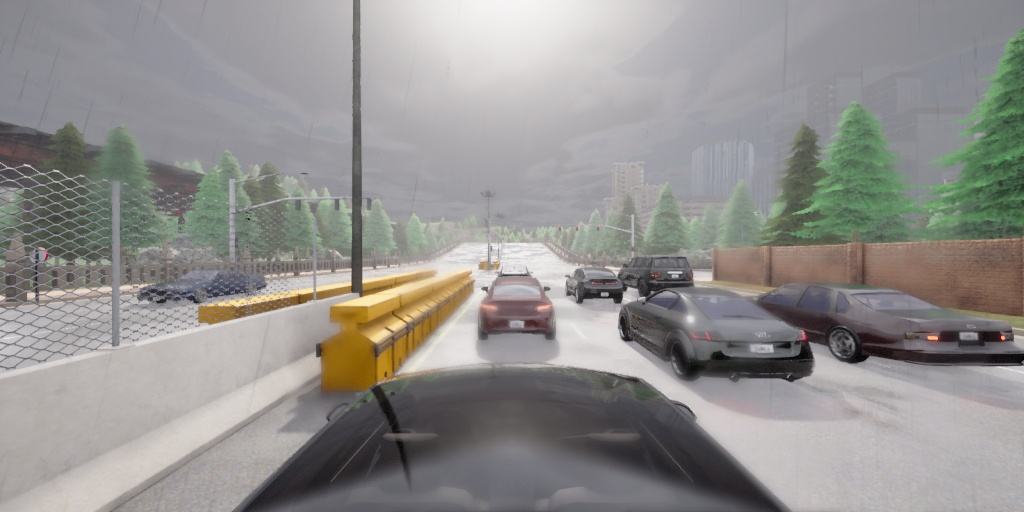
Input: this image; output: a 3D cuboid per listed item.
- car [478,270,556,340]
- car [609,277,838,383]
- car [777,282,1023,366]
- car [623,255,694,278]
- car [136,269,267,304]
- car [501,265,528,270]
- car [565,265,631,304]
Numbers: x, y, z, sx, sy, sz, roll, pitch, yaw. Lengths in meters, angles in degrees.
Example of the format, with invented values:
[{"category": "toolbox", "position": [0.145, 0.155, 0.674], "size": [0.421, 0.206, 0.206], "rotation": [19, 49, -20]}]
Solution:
[{"category": "car", "position": [0.112, 1.276, 9.851], "size": [1.812, 1.442, 4.674], "rotation": [0, 0, 0]}, {"category": "car", "position": [3.612, 1.314, 7.220], "size": [1.994, 1.385, 4.181], "rotation": [0, 0, -1]}, {"category": "car", "position": [7.109, 1.297, 8.084], "size": [2.033, 1.411, 5.357], "rotation": [0, 0, 0]}, {"category": "car", "position": [7.120, 0.972, 18.326], "size": [2.150, 2.045, 5.566], "rotation": [0, 0, 0]}, {"category": "car", "position": [-13.981, 1.297, 16.742], "size": [2.033, 1.411, 5.357], "rotation": [0, 0, 0]}, {"category": "car", "position": [0.123, 1.241, 19.097], "size": [2.128, 1.511, 4.902], "rotation": [0, 0, 0]}, {"category": "car", "position": [3.618, 1.255, 16.387], "size": [1.837, 1.490, 4.892], "rotation": [0, 0, 0]}]
